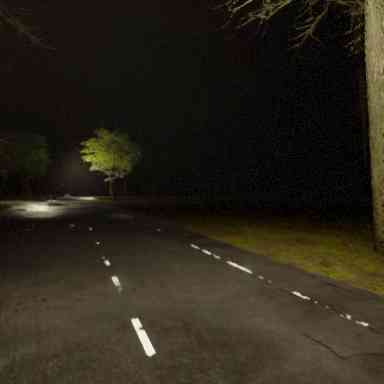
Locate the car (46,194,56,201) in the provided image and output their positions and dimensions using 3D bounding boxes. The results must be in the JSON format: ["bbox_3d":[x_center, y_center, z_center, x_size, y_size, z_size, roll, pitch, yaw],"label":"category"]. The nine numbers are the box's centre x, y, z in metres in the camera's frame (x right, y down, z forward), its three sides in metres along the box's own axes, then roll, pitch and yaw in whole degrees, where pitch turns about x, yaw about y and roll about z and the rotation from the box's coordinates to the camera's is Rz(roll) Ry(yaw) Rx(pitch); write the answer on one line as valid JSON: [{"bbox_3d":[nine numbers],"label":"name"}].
[{"bbox_3d":[-31.898,1.198,75.491,1.994,1.385,4.181,-1,0,-20],"label":"car"}]
